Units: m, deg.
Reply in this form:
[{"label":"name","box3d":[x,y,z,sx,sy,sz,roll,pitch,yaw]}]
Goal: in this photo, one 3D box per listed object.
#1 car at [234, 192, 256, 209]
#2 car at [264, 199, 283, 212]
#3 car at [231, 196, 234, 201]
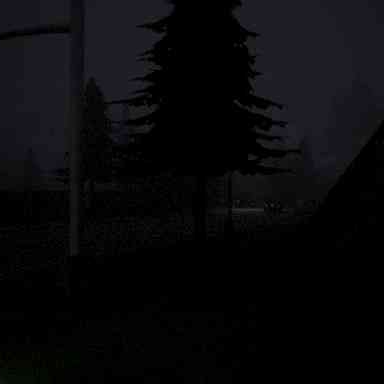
[{"label":"car","box3d":[7.141,1.027,43.517,2.150,2.045,5.566,1,0,12]},{"label":"car","box3d":[8.825,1.412,35.977,2.033,1.411,5.357,1,0,17]},{"label":"car","box3d":[8.708,1.268,63.259,1.994,1.385,4.181,1,0,-29]}]
